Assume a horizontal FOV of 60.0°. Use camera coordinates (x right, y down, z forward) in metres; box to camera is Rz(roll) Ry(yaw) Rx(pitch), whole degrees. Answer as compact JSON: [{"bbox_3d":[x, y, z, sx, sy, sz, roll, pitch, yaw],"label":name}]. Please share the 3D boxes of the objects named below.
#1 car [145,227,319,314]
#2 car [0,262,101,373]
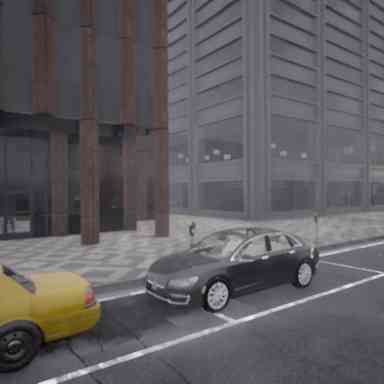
[{"bbox_3d":[1.072,1.515,7.459,4.403,1.369,2.008,-1,0,-36],"label":"car"},{"bbox_3d":[-3.630,1.531,4.053,4.829,1.417,1.752,-1,0,-36],"label":"car"}]
